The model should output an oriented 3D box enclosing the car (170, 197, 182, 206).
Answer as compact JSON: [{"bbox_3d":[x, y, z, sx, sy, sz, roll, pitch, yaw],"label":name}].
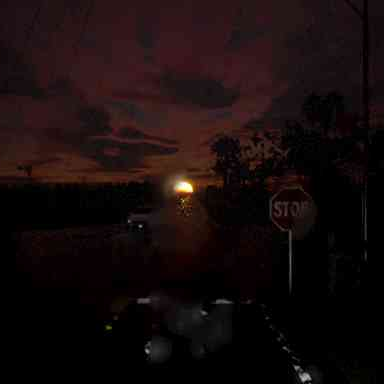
[{"bbox_3d":[-2.790,1.561,56.977,1.812,1.442,4.674,0,0,0],"label":"car"}]

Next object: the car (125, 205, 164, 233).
[{"bbox_3d":[-2.763,1.559,20.150,1.812,1.442,4.674,0,0,0],"label":"car"}]
